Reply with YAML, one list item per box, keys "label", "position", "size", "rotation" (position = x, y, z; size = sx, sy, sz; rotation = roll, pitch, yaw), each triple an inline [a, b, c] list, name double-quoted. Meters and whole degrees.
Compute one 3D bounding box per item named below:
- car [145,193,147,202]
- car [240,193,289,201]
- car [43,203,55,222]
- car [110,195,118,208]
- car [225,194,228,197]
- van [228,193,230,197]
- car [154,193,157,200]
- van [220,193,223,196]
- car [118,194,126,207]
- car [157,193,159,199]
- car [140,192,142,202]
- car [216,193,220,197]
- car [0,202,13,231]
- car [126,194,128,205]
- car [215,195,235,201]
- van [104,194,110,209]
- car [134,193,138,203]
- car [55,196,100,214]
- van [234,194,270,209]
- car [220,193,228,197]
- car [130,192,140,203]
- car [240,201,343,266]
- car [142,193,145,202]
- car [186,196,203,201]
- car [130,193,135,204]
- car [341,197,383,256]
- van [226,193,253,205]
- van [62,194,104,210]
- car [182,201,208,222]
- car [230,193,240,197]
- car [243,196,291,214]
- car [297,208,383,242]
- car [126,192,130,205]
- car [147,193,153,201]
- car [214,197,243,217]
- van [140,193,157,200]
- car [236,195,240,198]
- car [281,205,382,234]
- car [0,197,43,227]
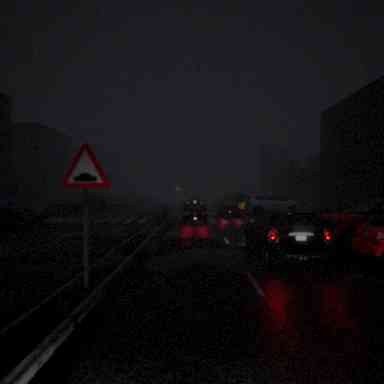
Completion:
- label: "car"
  position: [-12.146, 1.371, 67.277]
  size: [4.892, 1.521, 2.231]
  rotation: [0, 0, 0]
- label: "car"
  position: [7.867, 1.216, 32.621]
  size: [5.566, 2.045, 2.435]
  rotation: [0, 0, 0]
- label: "car"
  position: [-12.432, 1.477, 22.810]
  size: [4.792, 1.488, 2.163]
  rotation: [0, 0, 0]
- label: "car"
  position: [-12.328, 1.451, 42.266]
  size: [4.674, 1.452, 2.002]
  rotation: [0, 0, 0]
- label: "car"
  position: [7.955, 1.456, 51.926]
  size: [4.674, 1.452, 2.002]
  rotation: [0, 0, 0]
- label: "van"
  position: [8.057, 1.197, 49.168]
  size: [4.442, 1.987, 1.878]
  rotation: [0, 0, 0]
- label: "car"
  position: [-12.027, 1.131, 81.170]
  size: [5.566, 2.045, 2.435]
  rotation: [0, 0, 0]
- label: "van"
  position: [8.142, 1.170, 62.954]
  size: [4.442, 1.987, 1.878]
  rotation: [0, 0, 0]
- label: "car"
  position: [-12.122, 1.401, 45.044]
  size: [5.366, 1.575, 1.946]
  rotation: [0, 0, 0]
- label: "car"
  position: [-11.996, 1.444, 89.383]
  size: [4.674, 1.452, 2.002]
  rotation: [0, 0, 0]
- label: "car"
  position: [-12.160, 1.247, 61.719]
  size: [4.553, 1.767, 2.185]
  rotation: [0, 0, 0]
- label: "car"
  position: [8.071, 1.141, 65.712]
  size: [5.566, 2.045, 2.435]
  rotation: [0, 0, 0]
- label: "car"
  position: [-12.494, 1.456, 17.250]
  size: [4.892, 1.521, 2.231]
  rotation: [0, 0, 0]
- label: "car"
  position: [-12.282, 1.398, 47.824]
  size: [5.008, 1.535, 2.097]
  rotation: [0, 0, 0]
- label: "car"
  position: [8.142, 1.440, 82.255]
  size: [4.674, 1.452, 2.002]
  rotation: [0, 0, 0]
- label: "van"
  position: [-12.462, 1.191, 39.487]
  size: [4.442, 1.987, 1.878]
  rotation: [0, 0, 0]
- label: "car"
  position: [-12.235, 1.381, 56.161]
  size: [4.892, 1.521, 2.231]
  rotation: [0, 0, 0]
- label: "car"
  position: [-12.378, 1.429, 33.927]
  size: [4.892, 1.521, 2.231]
  rotation: [0, 0, 0]
- label: "van"
  position: [7.790, 1.213, 43.654]
  size: [4.442, 1.987, 1.878]
  rotation: [0, 0, 0]
- label: "car"
  position: [7.789, 1.406, 54.685]
  size: [5.366, 1.575, 1.946]
  rotation: [0, 0, 0]
- label: "car"
  position: [-12.179, 1.250, 58.939]
  size: [4.553, 1.767, 2.185]
  rotation: [0, 0, 0]
- label: "car"
  position: [3.170, 1.356, 11.727]
  size: [2.097, 1.767, 4.553]
  rotation: [0, 0, 0]
- label: "car"
  position: [-12.169, 1.410, 64.499]
  size: [4.674, 1.452, 2.002]
  rotation: [0, 0, 0]
- label: "car"
  position: [0.357, 1.315, 42.310]
  size: [2.097, 1.767, 4.553]
  rotation: [0, 0, 0]
- label: "car"
  position: [-12.244, 1.385, 53.385]
  size: [5.008, 1.535, 2.097]
  rotation: [0, 0, 0]
- label: "car"
  position: [7.691, 1.233, 13.317]
  size: [5.566, 2.045, 2.435]
  rotation: [0, 0, 0]
- label: "van"
  position: [8.109, 1.177, 57.441]
  size: [4.442, 1.987, 1.878]
  rotation: [0, 0, 0]
- label: "van"
  position: [-12.482, 1.197, 36.707]
  size: [4.442, 1.987, 1.878]
  rotation: [0, 0, 0]
- label: "car"
  position: [0.252, 1.598, 25.944]
  size: [1.895, 1.301, 4.718]
  rotation: [0, 0, 0]
- label: "car"
  position: [7.918, 1.196, 40.895]
  size: [5.566, 2.045, 2.435]
  rotation: [0, 0, 0]
- label: "car"
  position: [7.886, 1.335, 35.256]
  size: [4.553, 1.767, 2.185]
  rotation: [0, 0, 0]
- label: "car"
  position: [7.739, 1.524, 16.075]
  size: [4.674, 1.452, 2.002]
  rotation: [0, 0, 0]
- label: "car"
  position: [-12.300, 1.266, 50.603]
  size: [4.553, 1.767, 2.185]
  rotation: [0, 0, 0]
- label: "car"
  position: [-12.085, 1.120, 72.836]
  size: [5.566, 2.045, 2.435]
  rotation: [0, 0, 0]
- label: "car"
  position: [3.297, 1.515, 31.045]
  size: [1.812, 1.442, 4.674]
  rotation: [0, 0, 1]
- label: "van"
  position: [-12.095, 1.188, 92.289]
  size: [4.442, 1.987, 1.878]
  rotation: [0, 0, 0]
- label: "car"
  position: [7.867, 1.454, 38.013]
  size: [5.008, 1.535, 2.097]
  rotation: [0, 0, 0]
- label: "car"
  position: [7.724, 1.513, 18.834]
  size: [4.792, 1.488, 2.163]
  rotation: [0, 0, 0]
- label: "car"
  position: [-12.452, 1.200, 20.029]
  size: [5.566, 2.045, 2.435]
  rotation: [0, 0, 0]
